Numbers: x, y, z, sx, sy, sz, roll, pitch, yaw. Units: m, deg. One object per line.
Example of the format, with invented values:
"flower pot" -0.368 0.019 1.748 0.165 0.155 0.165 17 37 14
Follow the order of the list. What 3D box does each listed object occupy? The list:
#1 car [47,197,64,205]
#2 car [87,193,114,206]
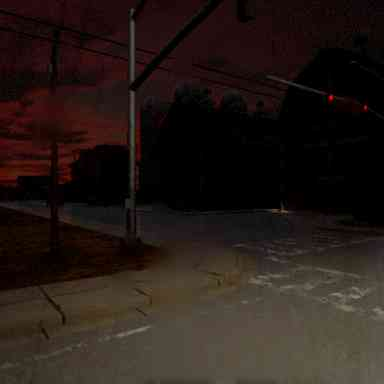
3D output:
"car" -23.348 1.537 56.654 1.994 1.385 4.181 0 0 -36
"car" -13.817 1.118 50.584 3.866 1.878 1.905 -2 5 11
